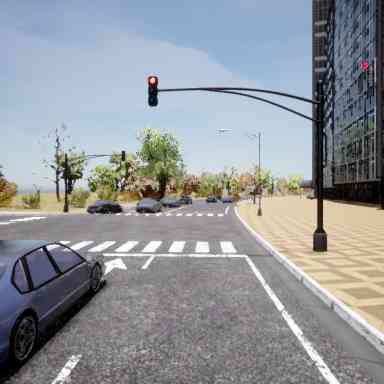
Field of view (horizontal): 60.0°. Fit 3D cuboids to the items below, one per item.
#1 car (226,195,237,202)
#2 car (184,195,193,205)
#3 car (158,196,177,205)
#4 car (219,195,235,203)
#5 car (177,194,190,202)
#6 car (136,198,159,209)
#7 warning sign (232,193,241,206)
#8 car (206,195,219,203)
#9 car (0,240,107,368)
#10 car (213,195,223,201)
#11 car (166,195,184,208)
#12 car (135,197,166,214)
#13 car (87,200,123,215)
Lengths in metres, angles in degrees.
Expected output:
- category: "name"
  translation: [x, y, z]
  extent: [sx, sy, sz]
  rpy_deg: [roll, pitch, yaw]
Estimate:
- category: "car"
  translation: [9.646, 1.545, 80.386]
  extent: [2.128, 1.511, 4.902]
  rpy_deg: [0, 0, 14]
- category: "car"
  translation: [-1.059, 1.509, 60.619]
  extent: [1.837, 1.490, 4.892]
  rpy_deg: [0, 0, 10]
- category: "car"
  translation: [-4.398, 1.551, 60.390]
  extent: [2.033, 1.411, 5.357]
  rpy_deg: [0, 0, 10]
- category: "car"
  translation: [7.492, 1.561, 70.085]
  extent: [2.033, 1.411, 5.357]
  rpy_deg: [0, 0, 12]
- category: "car"
  translation: [-1.845, 1.354, 73.608]
  extent: [2.097, 1.767, 4.553]
  rpy_deg: [0, 0, 11]
- category: "car"
  translation: [-6.331, 1.548, 47.993]
  extent: [2.033, 1.411, 5.357]
  rpy_deg: [0, 0, 8]
- category: "warning sign"
  translation: [6.476, 1.122, 48.236]
  extent: [1.300, 1.860, 1.060]
  rpy_deg: [0, 0, 8]
- category: "car"
  translation: [4.214, 1.559, 70.807]
  extent: [1.994, 1.385, 4.181]
  rpy_deg: [0, 0, 12]
- category: "car"
  translation: [-3.035, 1.547, 5.698]
  extent: [2.033, 1.411, 5.357]
  rpy_deg: [0, 0, 1]
- category: "car"
  translation: [6.336, 1.392, 80.514]
  extent: [1.812, 1.442, 4.674]
  rpy_deg: [0, 0, 14]
- category: "car"
  translation: [-2.948, 1.549, 48.732]
  extent: [2.033, 1.411, 5.357]
  rpy_deg: [0, 0, 8]
- category: "car"
  translation: [-4.545, 1.546, 35.903]
  extent: [2.033, 1.411, 5.357]
  rpy_deg: [0, 0, 6]
- category: "car"
  translation: [-8.886, 1.562, 34.209]
  extent: [1.994, 1.385, 4.181]
  rpy_deg: [0, 0, 21]
